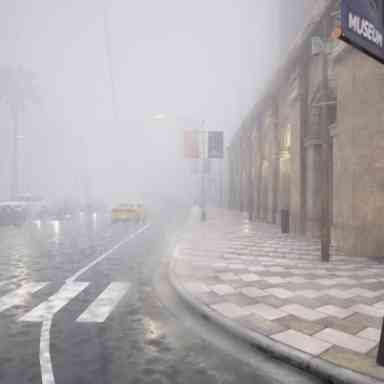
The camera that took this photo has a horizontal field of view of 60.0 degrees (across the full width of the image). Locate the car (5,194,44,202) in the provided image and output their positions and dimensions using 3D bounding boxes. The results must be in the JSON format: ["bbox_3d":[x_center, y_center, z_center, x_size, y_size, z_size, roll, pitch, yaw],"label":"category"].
[{"bbox_3d":[-15.189,1.220,29.983,2.150,2.045,5.566,0,0,1],"label":"car"}]

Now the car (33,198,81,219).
[{"bbox_3d":[-11.700,1.524,29.170,1.812,1.442,4.674,0,0,1],"label":"car"}]

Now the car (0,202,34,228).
[{"bbox_3d":[-11.857,1.547,19.743,2.033,1.411,5.357,0,0,1],"label":"car"}]

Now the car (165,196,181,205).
[{"bbox_3d":[-3.330,1.502,57.784,2.128,1.511,4.902,-1,0,13],"label":"car"}]

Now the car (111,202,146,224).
[{"bbox_3d":[-4.675,1.503,25.040,1.882,1.535,5.008,0,0,1],"label":"car"}]

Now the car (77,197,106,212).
[{"bbox_3d":[-11.469,1.524,39.057,1.812,1.442,4.674,0,0,1],"label":"car"}]
